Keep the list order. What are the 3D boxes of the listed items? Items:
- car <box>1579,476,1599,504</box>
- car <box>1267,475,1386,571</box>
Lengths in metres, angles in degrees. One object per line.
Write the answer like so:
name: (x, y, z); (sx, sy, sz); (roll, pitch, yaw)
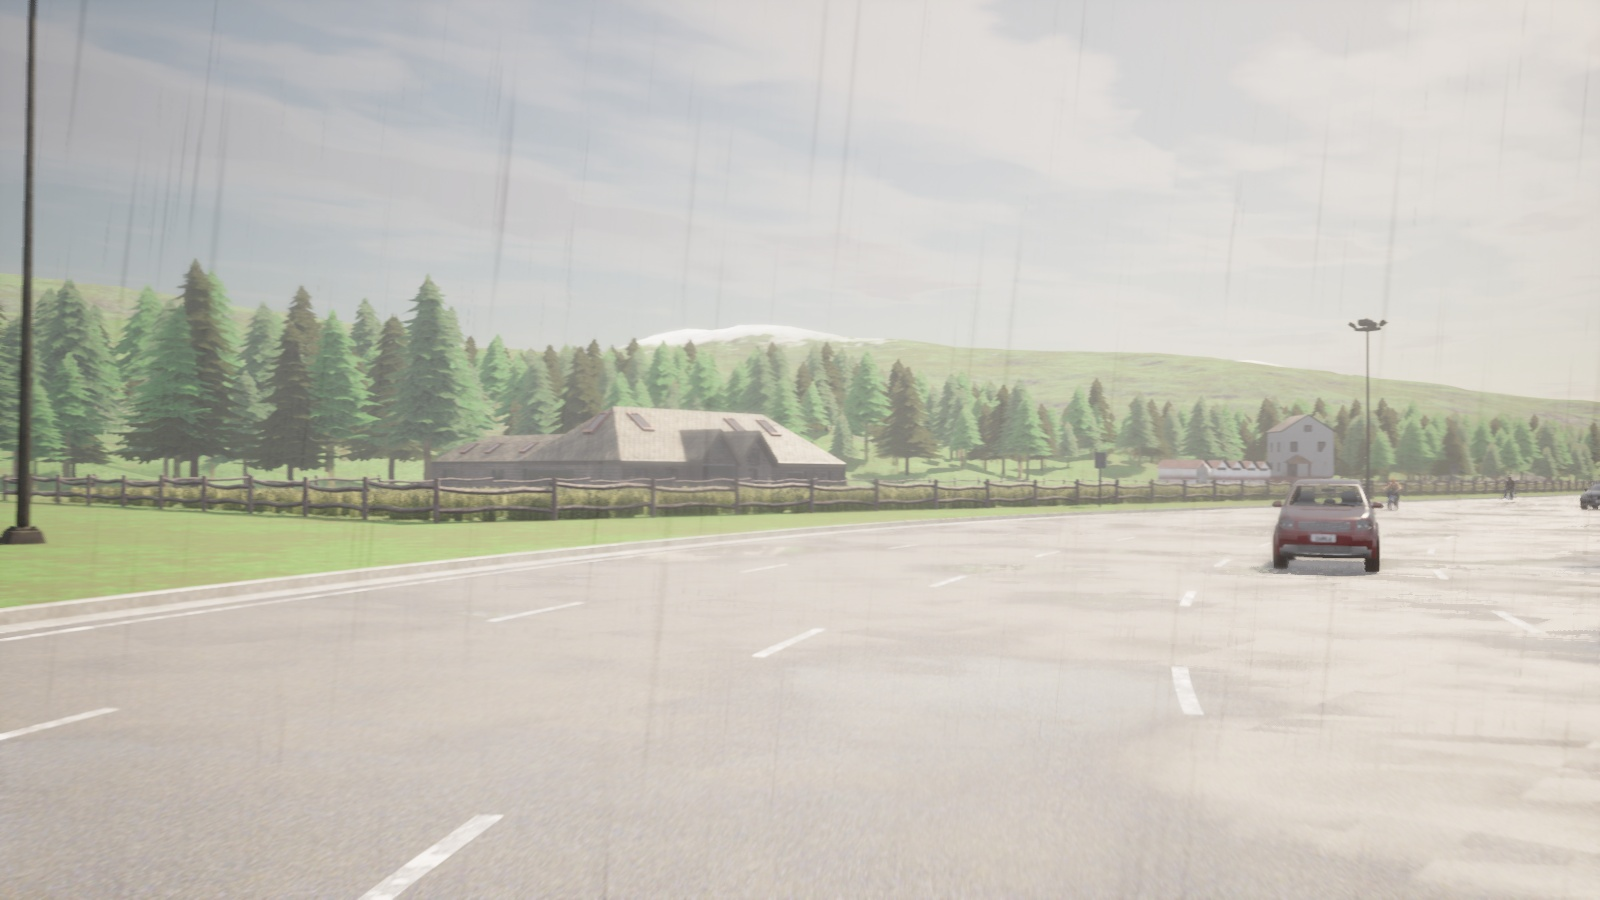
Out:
car: (41.848, 2.045, 64.936); (1.812, 1.442, 4.674); (-1, -2, 42)
car: (9.388, 1.223, 22.273); (1.789, 1.549, 3.705); (-1, -1, 25)
